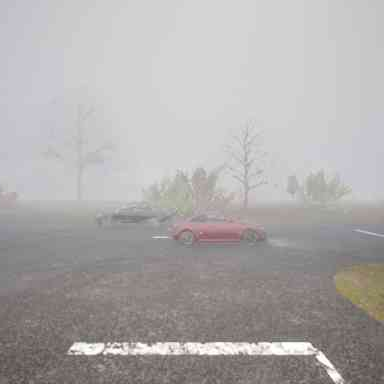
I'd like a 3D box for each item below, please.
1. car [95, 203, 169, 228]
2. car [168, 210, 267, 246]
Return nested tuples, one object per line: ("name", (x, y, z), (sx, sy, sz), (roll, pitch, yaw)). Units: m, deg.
("car", (-3.803, 1.485, 21.683), (4.902, 1.511, 2.128), (0, 0, -1))
("car", (1.161, 1.568, 14.786), (4.181, 1.385, 1.994), (0, 0, -1))
